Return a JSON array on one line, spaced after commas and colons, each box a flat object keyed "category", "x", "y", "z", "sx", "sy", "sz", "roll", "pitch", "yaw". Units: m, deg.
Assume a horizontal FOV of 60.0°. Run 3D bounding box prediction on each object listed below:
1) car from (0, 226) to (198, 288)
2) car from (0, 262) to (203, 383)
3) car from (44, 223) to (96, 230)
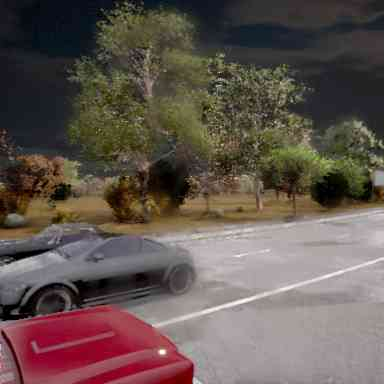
[{"category": "car", "x": -1.920, "y": 1.581, "z": 7.081, "sx": 4.181, "sy": 1.385, "sz": 1.994, "roll": 0, "pitch": 0, "yaw": -37}, {"category": "car", "x": -2.231, "y": 1.609, "z": 2.238, "sx": 4.718, "sy": 1.301, "sz": 1.895, "roll": 0, "pitch": 0, "yaw": -35}, {"category": "car", "x": -3.943, "y": 1.626, "z": 9.905, "sx": 4.718, "sy": 1.301, "sz": 1.895, "roll": 0, "pitch": 0, "yaw": -37}]
